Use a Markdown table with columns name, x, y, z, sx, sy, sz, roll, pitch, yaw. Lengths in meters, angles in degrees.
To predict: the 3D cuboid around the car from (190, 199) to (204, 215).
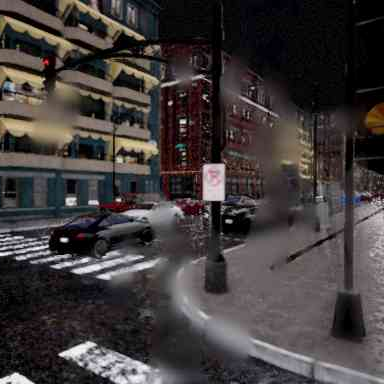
| name | x | y | z | sx | sy | sz | roll | pitch | yaw |
| --- | --- | --- | --- | --- | --- | --- | --- | --- | --- |
| car | -0.749 | 1.186 | 26.308 | 1.887 | 1.381 | 4.507 | 2 | 2 | 35 |

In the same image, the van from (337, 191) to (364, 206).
| name | x | y | z | sx | sy | sz | roll | pitch | yaw |
| --- | --- | --- | --- | --- | --- | --- | --- | --- | --- |
| van | 18.896 | 0.725 | 39.688 | 1.690 | 1.788 | 3.998 | 2 | 2 | 35 |

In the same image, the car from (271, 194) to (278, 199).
| name | x | y | z | sx | sy | sz | roll | pitch | yaw |
| --- | --- | --- | --- | --- | --- | --- | --- | --- | --- |
| car | 12.059 | 0.887 | 44.541 | 1.947 | 1.339 | 4.313 | 2 | 2 | 35 |

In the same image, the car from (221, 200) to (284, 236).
| name | x | y | z | sx | sy | sz | roll | pitch | yaw |
| --- | --- | --- | --- | --- | --- | --- | --- | --- | --- |
| car | 2.883 | 1.351 | 16.901 | 1.947 | 1.339 | 4.313 | 2 | 2 | 35 |

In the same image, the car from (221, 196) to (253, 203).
| name | x | y | z | sx | sy | sz | roll | pitch | yaw |
| --- | --- | --- | --- | --- | --- | --- | --- | --- | --- |
| car | 3.776 | 1.091 | 28.259 | 2.128 | 1.511 | 4.902 | 1 | 1 | 35 |

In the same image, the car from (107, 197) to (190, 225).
| name | x | y | z | sx | sy | sz | roll | pitch | yaw |
| --- | --- | --- | --- | --- | --- | --- | --- | --- | --- |
| car | -2.380 | 1.280 | 19.500 | 1.812 | 1.442 | 4.674 | 1 | 1 | 35 |

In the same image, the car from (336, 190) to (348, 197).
| name | x | y | z | sx | sy | sz | roll | pitch | yaw |
| --- | --- | --- | --- | --- | --- | --- | --- | --- | --- |
| car | 34.472 | 0.344 | 76.449 | 1.802 | 1.307 | 4.206 | 2 | 2 | 35 |

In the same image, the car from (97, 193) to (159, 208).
| name | x | y | z | sx | sy | sz | roll | pitch | yaw |
| --- | --- | --- | --- | --- | --- | --- | --- | --- | --- |
| car | -3.949 | 1.037 | 21.743 | 2.192 | 1.841 | 5.009 | 2 | 2 | 35 |

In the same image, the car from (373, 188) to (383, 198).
| name | x | y | z | sx | sy | sz | roll | pitch | yaw |
| --- | --- | --- | --- | --- | --- | --- | --- | --- | --- |
| car | 38.107 | 0.220 | 67.036 | 2.192 | 1.841 | 5.009 | 1 | 2 | 35 |

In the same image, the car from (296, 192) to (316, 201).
| name | x | y | z | sx | sy | sz | roll | pitch | yaw |
| --- | --- | --- | --- | --- | --- | --- | --- | --- | --- |
| car | 18.462 | 0.727 | 53.658 | 1.947 | 1.339 | 4.313 | 2 | 2 | 35 |

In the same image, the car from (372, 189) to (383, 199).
| name | x | y | z | sx | sy | sz | roll | pitch | yaw |
| --- | --- | --- | --- | --- | --- | --- | --- | --- | --- |
| car | 34.905 | 0.300 | 62.478 | 2.192 | 1.841 | 5.009 | 1 | 2 | 35 |

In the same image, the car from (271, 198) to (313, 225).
| name | x | y | z | sx | sy | sz | roll | pitch | yaw |
| --- | --- | --- | --- | --- | --- | --- | --- | --- | --- |
| car | 6.085 | 1.287 | 21.459 | 1.802 | 1.307 | 4.206 | 2 | 2 | 35 |

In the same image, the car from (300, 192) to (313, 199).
| name | x | y | z | sx | sy | sz | roll | pitch | yaw |
| --- | --- | --- | --- | --- | --- | --- | --- | --- | --- |
| car | 14.482 | 0.935 | 43.412 | 1.895 | 1.301 | 4.718 | 1 | 1 | 36 |

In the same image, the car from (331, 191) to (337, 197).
| name | x | y | z | sx | sy | sz | roll | pitch | yaw |
| --- | --- | --- | --- | --- | --- | --- | --- | --- | --- |
| car | 31.271 | 0.386 | 71.891 | 1.887 | 1.381 | 4.507 | 2 | 2 | 35 |

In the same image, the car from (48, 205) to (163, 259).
| name | x | y | z | sx | sy | sz | roll | pitch | yaw |
| --- | --- | --- | --- | --- | --- | --- | --- | --- | --- |
| car | -3.151 | 1.445 | 12.396 | 1.994 | 1.385 | 4.181 | 0 | 2 | 27 |

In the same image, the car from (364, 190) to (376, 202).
| name | x | y | z | sx | sy | sz | roll | pitch | yaw |
| --- | --- | --- | --- | --- | --- | --- | --- | --- | --- |
| car | 25.297 | 0.769 | 48.808 | 1.887 | 1.381 | 4.507 | 1 | 2 | 35 |
